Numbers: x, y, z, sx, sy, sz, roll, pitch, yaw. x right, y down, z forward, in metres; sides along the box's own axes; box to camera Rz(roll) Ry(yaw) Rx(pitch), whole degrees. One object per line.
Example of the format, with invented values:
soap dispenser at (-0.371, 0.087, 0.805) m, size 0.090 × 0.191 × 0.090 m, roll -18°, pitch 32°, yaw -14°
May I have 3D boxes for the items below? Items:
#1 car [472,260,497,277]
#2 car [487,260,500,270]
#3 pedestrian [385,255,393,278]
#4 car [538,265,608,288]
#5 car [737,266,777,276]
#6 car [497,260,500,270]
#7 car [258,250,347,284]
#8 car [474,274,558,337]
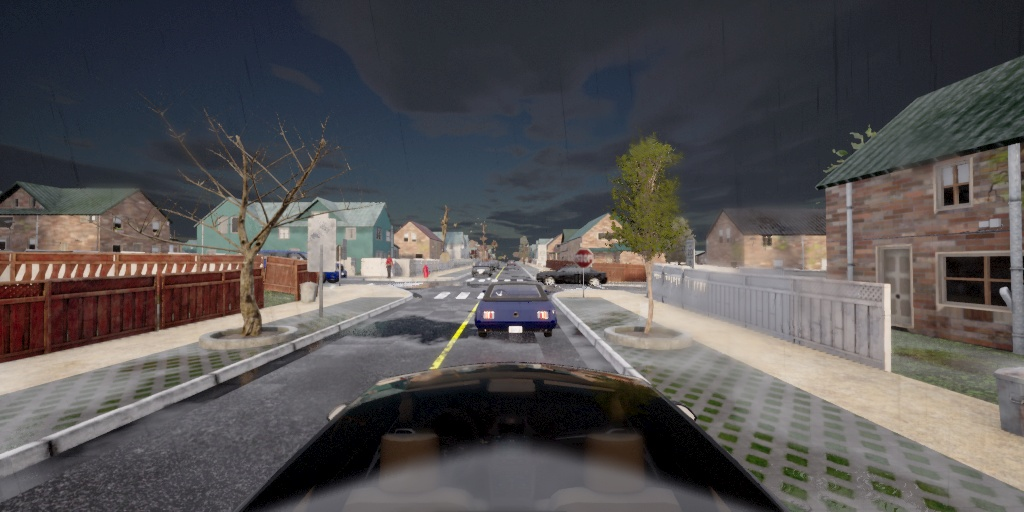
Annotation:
car at (-2.916, 1.283, 35.874) m, size 2.128 × 1.511 × 4.902 m, roll 0°, pitch 0°, yaw 0°
car at (-2.951, 1.360, 56.988) m, size 1.837 × 1.490 × 4.892 m, roll 0°, pitch 0°, yaw 0°
pedestrian at (-9.682, 0.796, 28.264) m, size 0.375 × 1.860 × 0.375 m, roll 0°, pitch -2°, yaw 0°
car at (4.194, 1.394, 25.372) m, size 5.008 × 1.535 × 1.882 m, roll 2°, pitch -1°, yaw 0°
car at (16.181, 1.540, 25.394) m, size 4.553 × 1.767 × 2.097 m, roll 1°, pitch -1°, yaw 0°
car at (-2.933, 1.419, 46.201) m, size 1.895 × 1.301 × 4.718 m, roll 0°, pitch 0°, yaw 0°
car at (-13.368, 0.697, 22.423) m, size 5.566 × 2.045 × 2.150 m, roll 1°, pitch -1°, yaw -1°
car at (0.081, 1.355, 10.239) m, size 1.895 × 1.301 × 4.718 m, roll 0°, pitch 0°, yaw 0°
